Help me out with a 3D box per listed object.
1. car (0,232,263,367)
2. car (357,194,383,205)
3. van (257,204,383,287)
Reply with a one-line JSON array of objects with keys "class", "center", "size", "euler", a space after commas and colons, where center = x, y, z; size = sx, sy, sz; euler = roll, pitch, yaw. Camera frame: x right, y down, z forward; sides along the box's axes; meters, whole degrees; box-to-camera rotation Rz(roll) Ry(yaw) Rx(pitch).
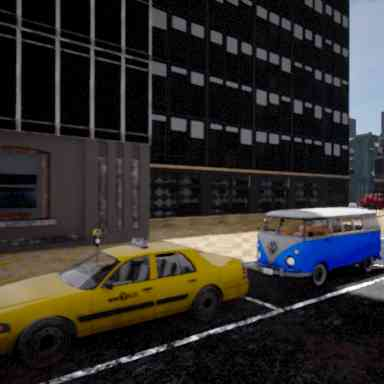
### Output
[{"class": "car", "center": [-1.144, 1.527, 5.739], "size": [4.829, 1.417, 1.752], "euler": [0, 0, -36]}, {"class": "car", "center": [21.045, 1.120, 35.646], "size": [2.192, 1.841, 5.009], "euler": [1, 0, -36]}, {"class": "van", "center": [3.505, 1.345, 9.053], "size": [3.998, 1.788, 1.690], "euler": [0, 0, -36]}]
